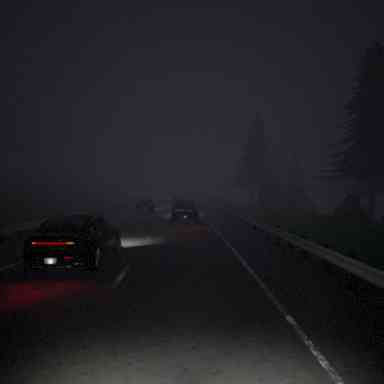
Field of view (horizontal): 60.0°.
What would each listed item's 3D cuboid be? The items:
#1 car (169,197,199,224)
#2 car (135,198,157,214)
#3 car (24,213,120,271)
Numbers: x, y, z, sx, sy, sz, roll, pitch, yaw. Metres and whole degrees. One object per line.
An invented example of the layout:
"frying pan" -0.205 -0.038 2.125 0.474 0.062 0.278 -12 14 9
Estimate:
"car" -0.549 1.367 23.505 2.128 1.511 4.902 0 0 -3
"car" -4.641 1.315 33.499 2.128 1.511 4.902 0 0 -4
"car" -3.574 1.449 10.684 1.837 1.490 4.892 0 0 -1
